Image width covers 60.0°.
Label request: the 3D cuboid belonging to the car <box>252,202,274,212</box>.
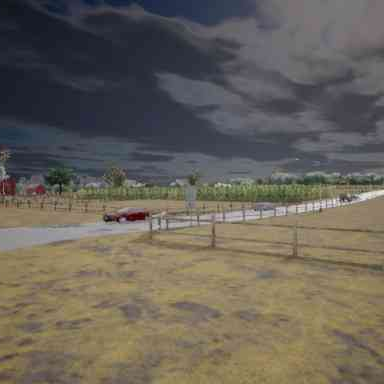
[{"bbox_3d":[11.376,2.283,52.585,2.033,1.411,5.357,-2,-1,36],"label":"car"}]

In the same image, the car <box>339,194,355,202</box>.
[{"bbox_3d":[39.301,1.425,85.029,2.150,2.045,5.566,-2,0,36],"label":"car"}]

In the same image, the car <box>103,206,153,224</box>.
[{"bbox_3d":[-5.570,1.972,29.424,1.882,1.535,5.008,-2,-2,36],"label":"car"}]
